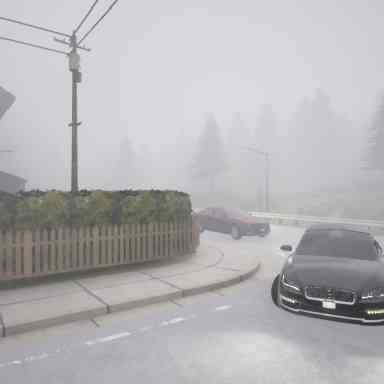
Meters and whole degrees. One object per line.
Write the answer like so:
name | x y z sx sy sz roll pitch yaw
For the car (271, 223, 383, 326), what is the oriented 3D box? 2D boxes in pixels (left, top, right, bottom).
car | 3.209 1.505 7.334 1.837 1.490 4.892 0 0 27

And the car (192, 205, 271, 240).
car | 1.911 1.478 17.470 1.882 1.535 5.008 0 0 -33
